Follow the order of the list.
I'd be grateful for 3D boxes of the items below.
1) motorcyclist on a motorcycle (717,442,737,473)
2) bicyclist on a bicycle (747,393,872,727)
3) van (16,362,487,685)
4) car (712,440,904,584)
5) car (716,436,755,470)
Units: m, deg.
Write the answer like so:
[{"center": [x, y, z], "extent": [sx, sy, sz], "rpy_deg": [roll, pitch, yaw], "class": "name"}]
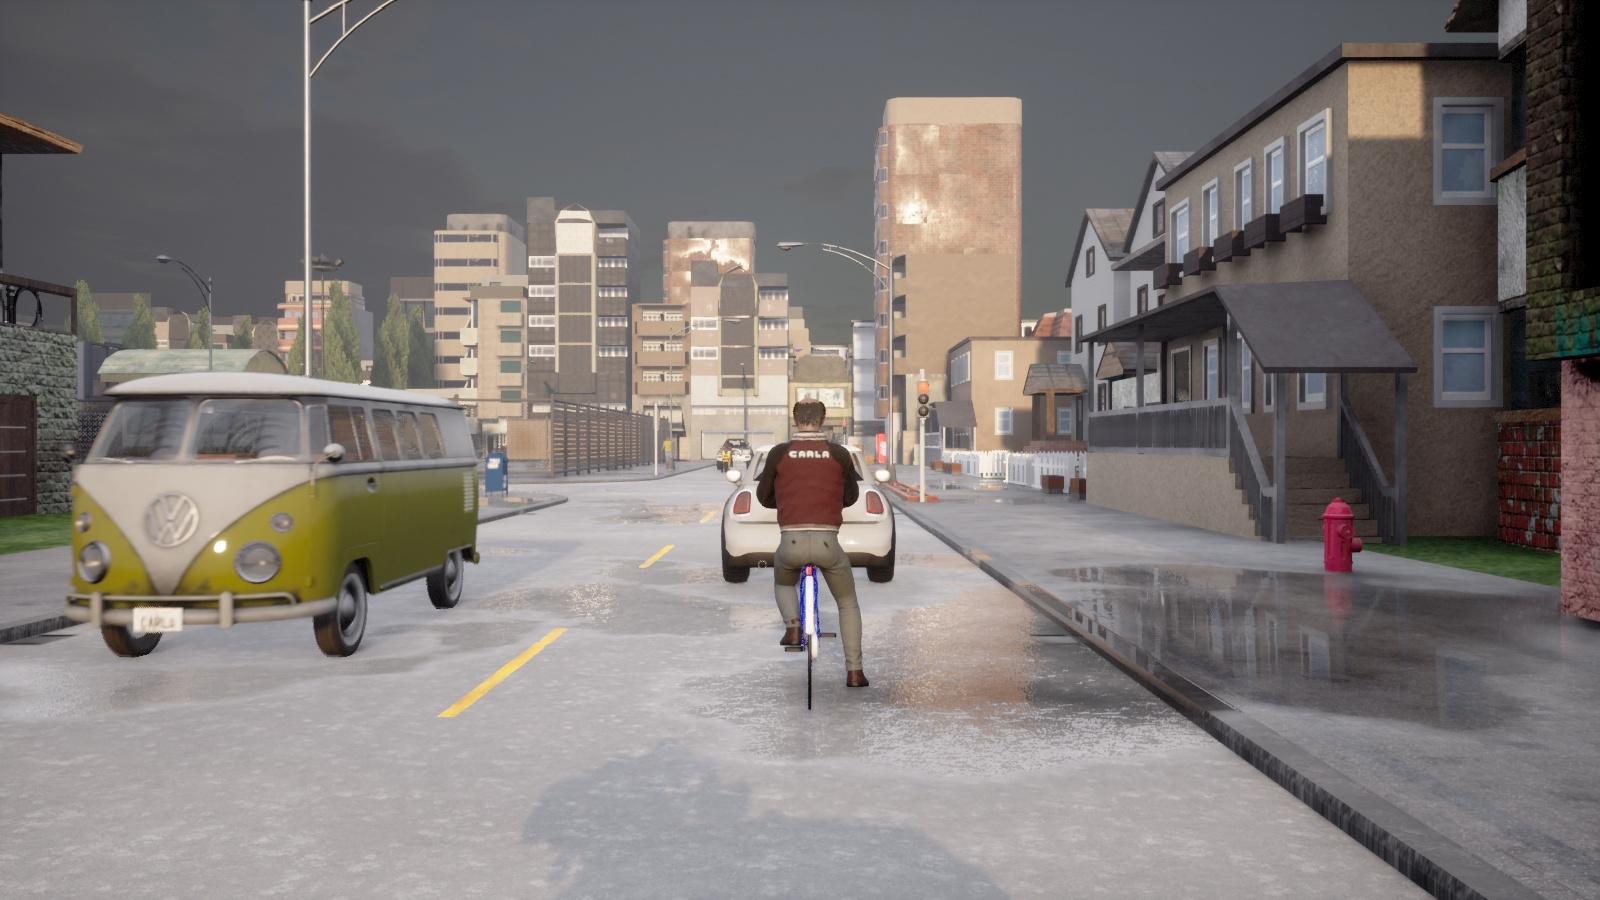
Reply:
[{"center": [-3.636, 0.372, 62.667], "extent": [0.797, 1.523, 2.044], "rpy_deg": [0, 0, 2], "class": "motorcyclist on a motorcycle"}, {"center": [0.056, 0.574, 7.591], "extent": [0.659, 1.776, 1.843], "rpy_deg": [0, 1, 0], "class": "bicyclist on a bicycle"}, {"center": [-3.932, 0.440, 9.957], "extent": [1.775, 1.987, 4.442], "rpy_deg": [0, 0, 0], "class": "van"}, {"center": [0.093, 0.628, 14.787], "extent": [1.970, 1.475, 3.806], "rpy_deg": [0, 0, 0], "class": "car"}, {"center": [-3.610, 0.161, 70.722], "extent": [1.932, 1.855, 4.605], "rpy_deg": [0, 0, 1], "class": "car"}]
